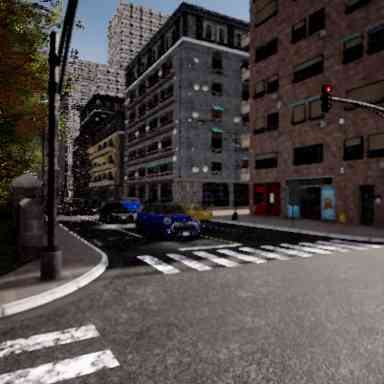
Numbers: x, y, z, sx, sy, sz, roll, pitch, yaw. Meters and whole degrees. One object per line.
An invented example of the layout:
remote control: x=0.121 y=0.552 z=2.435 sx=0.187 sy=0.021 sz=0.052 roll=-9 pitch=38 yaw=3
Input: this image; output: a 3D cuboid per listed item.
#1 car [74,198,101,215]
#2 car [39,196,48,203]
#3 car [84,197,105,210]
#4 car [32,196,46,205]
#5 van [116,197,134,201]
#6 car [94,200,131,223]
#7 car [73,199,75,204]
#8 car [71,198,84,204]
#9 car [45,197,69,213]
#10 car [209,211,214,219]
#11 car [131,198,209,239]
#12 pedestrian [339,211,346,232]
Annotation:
car: x=-10.922 y=1.652 z=35.398 sx=1.837 sy=1.490 sz=4.892 roll=1 pitch=-1 yaw=-28
car: x=-20.401 y=1.520 z=47.571 sx=2.192 sy=1.841 sz=5.009 roll=1 pitch=-1 yaw=-28
car: x=-14.176 y=1.612 z=48.202 sx=2.097 sy=1.767 sz=4.553 roll=1 pitch=-1 yaw=-28
car: x=-30.880 y=1.654 z=67.091 sx=2.192 sy=1.841 sz=5.009 roll=1 pitch=-1 yaw=-28
van: x=-7.779 y=1.581 z=41.777 sx=1.690 sy=1.788 sz=3.998 roll=1 pitch=-1 yaw=-28
car: x=-6.087 y=1.614 z=26.367 sx=1.812 sy=1.442 sz=4.674 roll=1 pitch=-1 yaw=-28
car: x=-18.926 y=1.921 z=57.050 sx=1.895 sy=1.301 sz=4.718 roll=1 pitch=-1 yaw=-29
car: x=-26.121 y=2.024 z=75.933 sx=2.008 sy=1.369 sz=4.403 roll=1 pitch=-1 yaw=-28
car: x=-15.162 y=1.580 z=37.811 sx=1.967 sy=1.590 sz=4.097 roll=1 pitch=-1 yaw=-28
car: x=-0.002 y=1.671 z=27.285 sx=1.752 sy=1.417 sz=4.829 roll=1 pitch=-1 yaw=-28
car: x=-1.333 y=1.384 z=17.522 sx=2.097 sy=1.767 sz=4.553 roll=1 pitch=-1 yaw=-28
pedestrian: x=8.224 y=1.635 z=18.181 sx=0.500 sy=1.100 sz=0.500 roll=1 pitch=-1 yaw=-28
